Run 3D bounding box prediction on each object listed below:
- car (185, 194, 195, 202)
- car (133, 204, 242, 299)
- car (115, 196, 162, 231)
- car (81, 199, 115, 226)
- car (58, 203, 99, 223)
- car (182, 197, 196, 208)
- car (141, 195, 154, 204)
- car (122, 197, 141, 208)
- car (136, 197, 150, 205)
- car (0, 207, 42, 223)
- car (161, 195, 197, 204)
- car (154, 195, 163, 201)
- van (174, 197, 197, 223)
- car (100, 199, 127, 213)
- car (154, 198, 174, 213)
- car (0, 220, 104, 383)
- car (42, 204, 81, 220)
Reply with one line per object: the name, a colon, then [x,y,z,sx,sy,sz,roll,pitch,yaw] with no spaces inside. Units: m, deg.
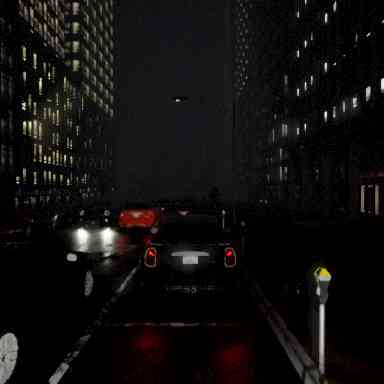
car: [-0.465,1.298,77.509,2.192,1.841,5.009,-1,0,0]
car: [-0.033,1.351,8.621,2.097,1.767,4.553,0,0,0]
car: [-3.145,1.348,20.889,2.097,1.767,4.553,0,0,0]
car: [-6.245,1.348,23.208,2.097,1.767,4.553,0,0,0]
car: [-8.843,1.577,26.356,1.802,1.307,4.206,-1,0,0]
car: [-0.463,1.541,49.090,2.008,1.369,4.403,-1,0,0]
car: [-8.845,1.426,66.141,1.967,1.590,4.097,-1,0,0]
car: [-8.843,1.541,49.090,2.008,1.369,4.403,-1,0,0]
car: [-8.843,1.570,60.458,1.802,1.307,4.206,-1,0,0]
car: [-8.843,1.542,14.989,1.887,1.381,4.507,-1,0,0]
car: [-0.465,1.311,20.672,2.192,1.841,5.009,-1,0,0]
car: [-8.844,1.545,88.876,1.947,1.339,4.313,-1,0,0]
van: [-0.465,1.336,26.356,1.690,1.788,3.998,-1,0,0]
car: [-8.844,1.544,37.723,2.008,1.369,4.403,-1,0,0]
car: [-3.047,1.498,37.140,1.837,1.490,4.892,0,0,0]
car: [-3.047,1.476,5.195,1.882,1.535,5.008,0,0,0]
car: [-8.844,1.547,20.672,2.008,1.369,4.403,-1,0,0]
